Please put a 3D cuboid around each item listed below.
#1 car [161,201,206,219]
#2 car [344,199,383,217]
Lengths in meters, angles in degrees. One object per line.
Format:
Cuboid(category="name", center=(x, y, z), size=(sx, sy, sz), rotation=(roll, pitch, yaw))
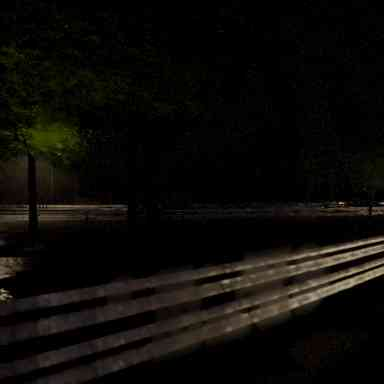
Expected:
Cuboid(category="car", center=(-1.042, 2.189, 41.000), size=(5.566, 2.045, 2.150), rotation=(-1, 0, -2))
Cuboid(category="car", center=(22.093, 1.927, 41.883), size=(5.566, 2.045, 2.150), rotation=(-1, 0, -2))
